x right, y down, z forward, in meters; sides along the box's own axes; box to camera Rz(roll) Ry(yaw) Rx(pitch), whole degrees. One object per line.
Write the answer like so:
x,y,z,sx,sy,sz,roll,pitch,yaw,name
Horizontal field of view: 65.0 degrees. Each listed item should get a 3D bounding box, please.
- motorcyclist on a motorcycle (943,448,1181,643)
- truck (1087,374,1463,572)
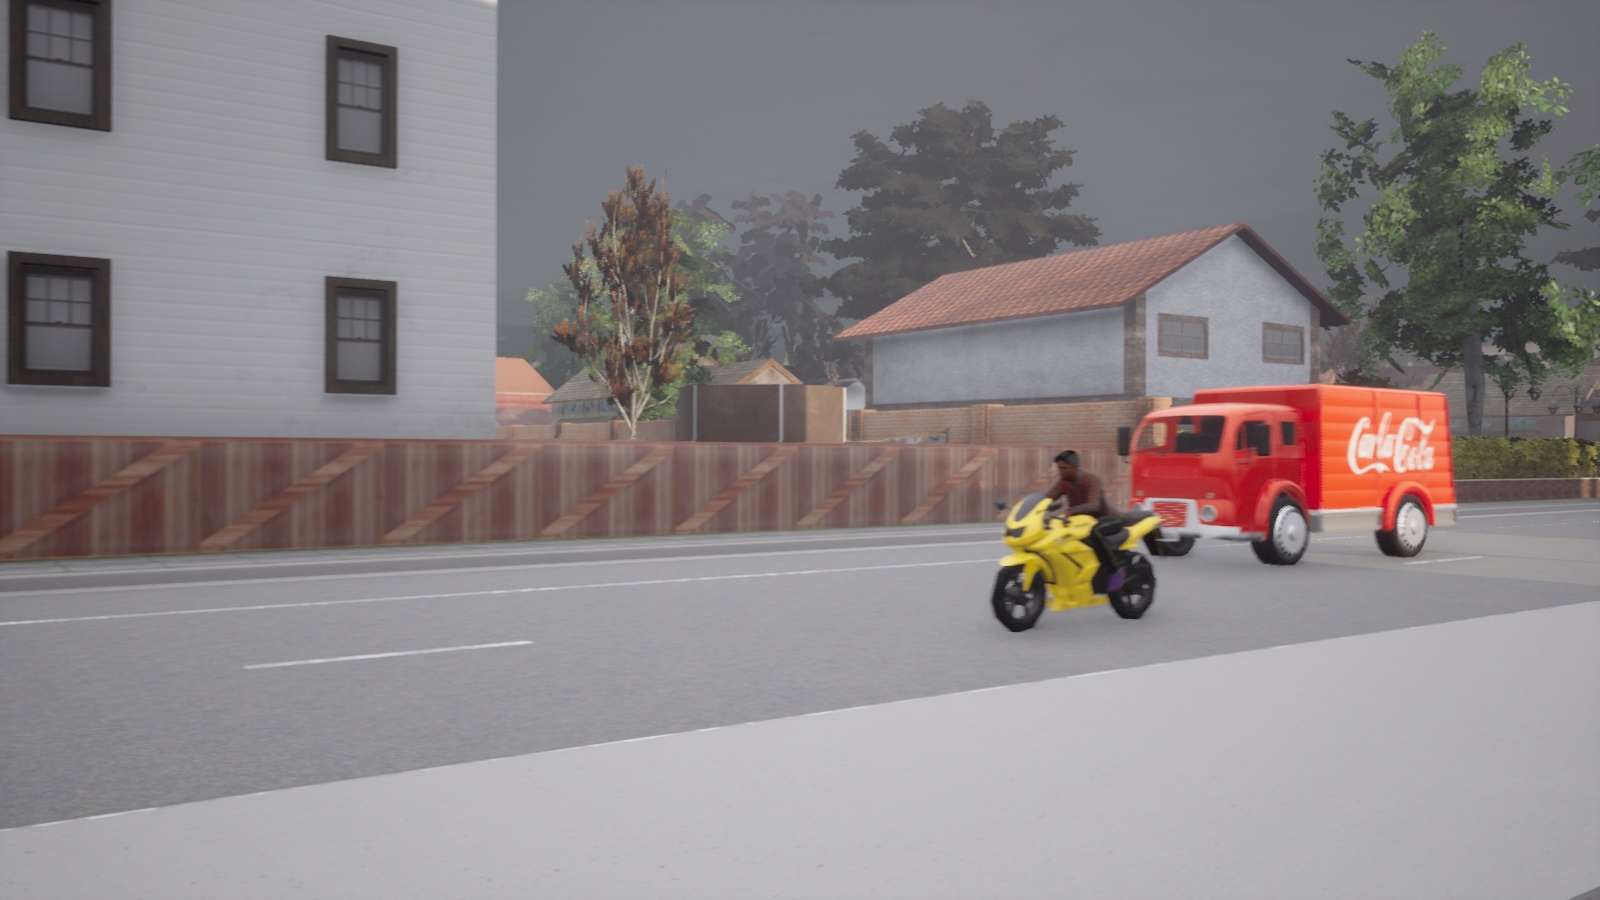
2.260,0.749,10.715,2.044,1.523,0.797,0,0,-35,motorcyclist on a motorcycle
6.963,0.288,18.254,5.204,2.467,2.627,0,0,-35,truck
